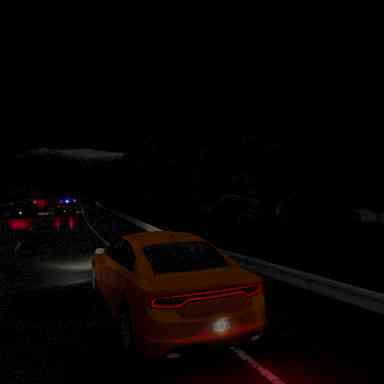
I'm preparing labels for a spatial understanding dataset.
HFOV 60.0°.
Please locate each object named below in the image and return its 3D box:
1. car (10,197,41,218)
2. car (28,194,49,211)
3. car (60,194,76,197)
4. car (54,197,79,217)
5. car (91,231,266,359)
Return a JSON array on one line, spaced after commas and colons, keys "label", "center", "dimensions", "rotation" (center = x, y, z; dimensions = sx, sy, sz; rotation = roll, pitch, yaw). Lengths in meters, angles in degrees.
[{"label": "car", "center": [-15.157, 1.505, 30.132], "dimensions": [1.837, 1.490, 4.892], "rotation": [0, 0, -19]}, {"label": "car", "center": [-18.582, 1.221, 40.023], "dimensions": [2.150, 2.045, 5.566], "rotation": [0, 0, -19]}, {"label": "car", "center": [-15.418, 1.221, 41.421], "dimensions": [2.150, 2.045, 5.566], "rotation": [0, 0, -18]}, {"label": "car", "center": [-11.984, 1.492, 31.525], "dimensions": [2.128, 1.511, 4.902], "rotation": [0, 0, -19]}, {"label": "car", "center": [-0.677, 1.478, 6.302], "dimensions": [1.882, 1.535, 5.008], "rotation": [0, 0, -25]}]
